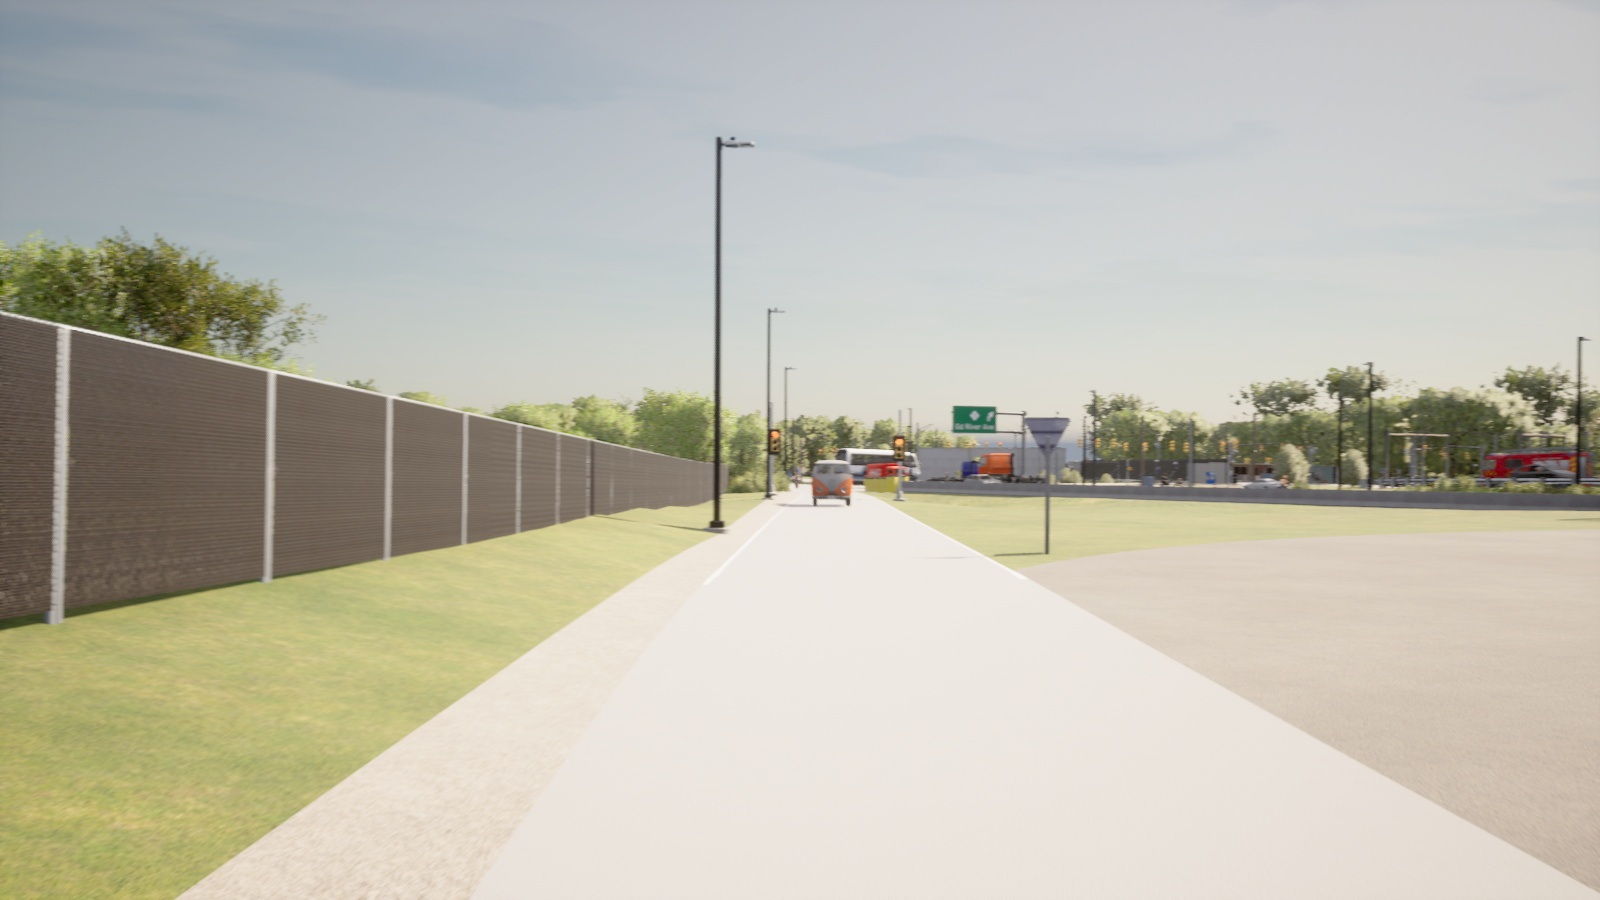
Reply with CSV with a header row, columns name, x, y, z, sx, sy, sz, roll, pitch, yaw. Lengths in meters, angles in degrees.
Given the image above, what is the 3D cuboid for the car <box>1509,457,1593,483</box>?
name,x,y,z,sx,sy,sz,roll,pitch,yaw
car,46.075,1.242,77.175,1.816,1.474,4.193,0,-2,-19

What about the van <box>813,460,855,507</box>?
name,x,y,z,sx,sy,sz,roll,pitch,yaw
van,1.495,1.438,54.889,1.775,1.987,4.442,0,-1,2
